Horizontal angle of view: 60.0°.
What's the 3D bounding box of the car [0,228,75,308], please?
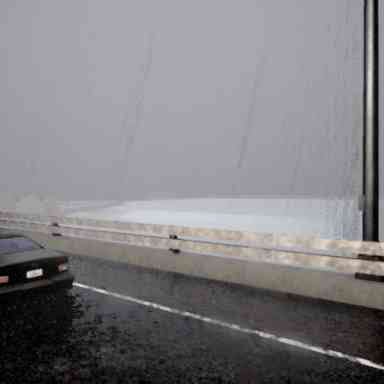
[{"bbox_3d":[-4.914,1.526,7.526,5.357,1.411,2.033,0,0,36],"label":"car"}]
